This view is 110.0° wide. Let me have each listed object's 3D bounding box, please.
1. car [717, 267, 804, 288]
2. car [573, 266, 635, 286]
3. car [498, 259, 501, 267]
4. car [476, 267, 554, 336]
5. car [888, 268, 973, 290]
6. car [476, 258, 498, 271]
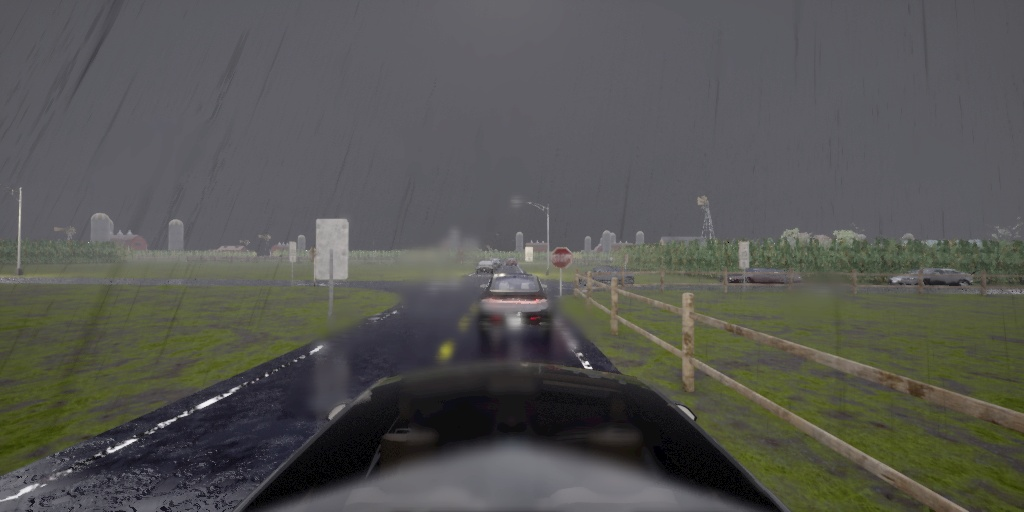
[{"bbox_3d":[18.071,1.539,26.171,5.357,1.411,2.033,1,-1,0],"label":"car"},{"bbox_3d":[6.532,1.414,25.574,4.181,1.385,1.994,1,-1,-9],"label":"car"},{"bbox_3d":[-2.981,1.289,50.045,1.994,1.385,4.181,0,0,0],"label":"car"},{"bbox_3d":[0.079,1.242,10.356,2.128,1.511,4.902,0,0,0],"label":"car"},{"bbox_3d":[30.413,1.629,26.163,4.902,1.511,2.128,0,-1,0],"label":"car"},{"bbox_3d":[-2.959,1.212,40.886,1.882,1.535,5.008,0,0,0],"label":"car"}]
